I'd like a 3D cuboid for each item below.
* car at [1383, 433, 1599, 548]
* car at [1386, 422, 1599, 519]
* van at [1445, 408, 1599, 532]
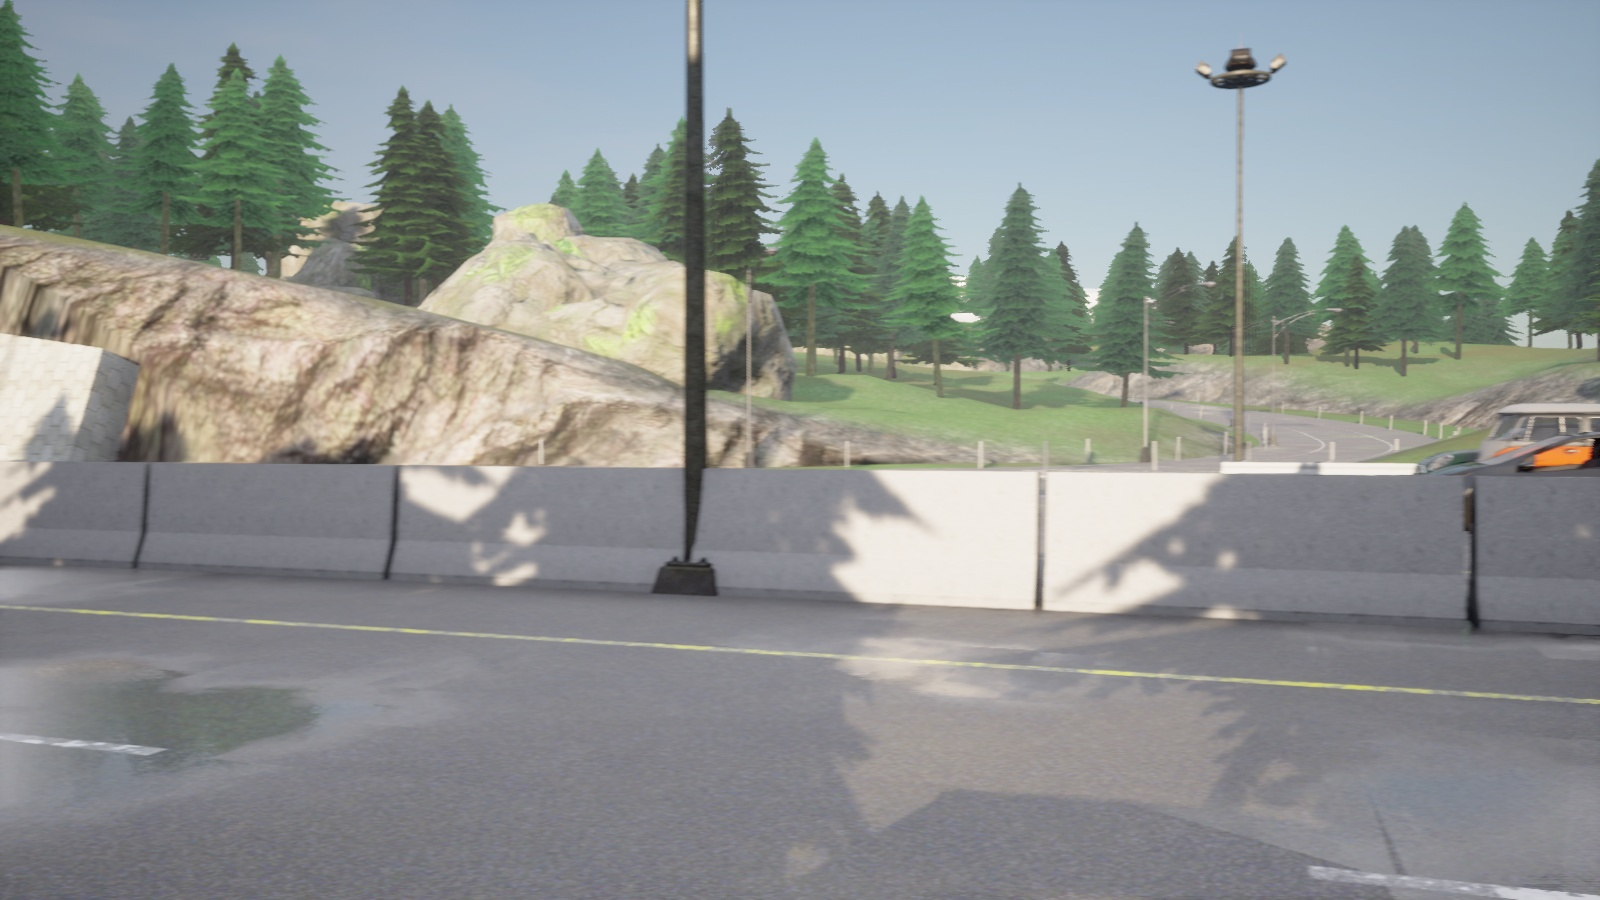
[{"bbox_3d":[10.948,0.539,17.971,4.514,1.525,2.007,1,1,19],"label":"car"},{"bbox_3d":[13.986,0.363,24.332,4.553,1.767,2.097,1,1,19],"label":"car"},{"bbox_3d":[13.350,0.312,20.852,4.442,1.987,1.775,1,1,19],"label":"van"}]
